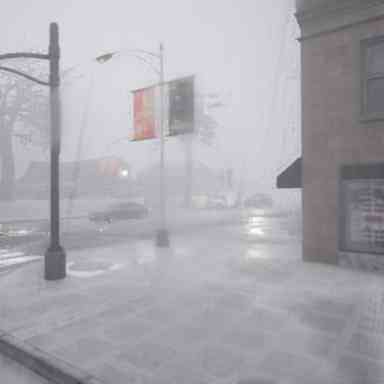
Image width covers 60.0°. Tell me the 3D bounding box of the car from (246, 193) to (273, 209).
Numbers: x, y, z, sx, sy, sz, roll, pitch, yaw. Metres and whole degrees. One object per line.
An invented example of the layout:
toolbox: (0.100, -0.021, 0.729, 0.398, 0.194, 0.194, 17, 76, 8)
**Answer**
car: (8.872, 1.166, 44.206, 2.150, 2.045, 5.566, 0, 0, 36)

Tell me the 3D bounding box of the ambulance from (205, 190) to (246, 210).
ambulance: (4.060, 0.997, 43.006, 2.351, 2.431, 6.366, 0, 0, 36)

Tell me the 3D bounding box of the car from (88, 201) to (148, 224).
car: (-5.354, 1.463, 24.601, 1.837, 1.490, 4.892, 0, 0, 36)
